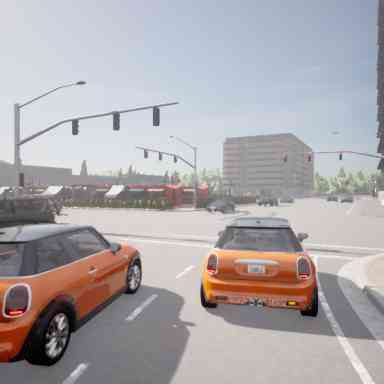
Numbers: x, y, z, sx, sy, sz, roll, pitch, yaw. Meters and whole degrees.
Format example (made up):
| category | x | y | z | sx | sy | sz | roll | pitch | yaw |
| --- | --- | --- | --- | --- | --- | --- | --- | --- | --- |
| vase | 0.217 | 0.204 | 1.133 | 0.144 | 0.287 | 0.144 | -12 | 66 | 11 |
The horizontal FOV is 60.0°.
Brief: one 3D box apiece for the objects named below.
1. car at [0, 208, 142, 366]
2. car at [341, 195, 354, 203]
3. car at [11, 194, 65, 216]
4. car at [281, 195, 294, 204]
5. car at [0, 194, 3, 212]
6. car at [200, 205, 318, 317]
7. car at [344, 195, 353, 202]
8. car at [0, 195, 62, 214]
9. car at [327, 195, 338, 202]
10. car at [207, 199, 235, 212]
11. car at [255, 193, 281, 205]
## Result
| category | x | y | z | sx | sy | sz | roll | pitch | yaw |
| --- | --- | --- | --- | --- | --- | --- | --- | --- | --- |
| car | -2.497 | 1.355 | 6.105 | 2.097 | 1.767 | 4.553 | 0 | 0 | 10 |
| car | 32.066 | 1.637 | 68.990 | 1.895 | 1.301 | 4.718 | 0 | 0 | 27 |
| car | -16.147 | 1.295 | 34.774 | 5.566 | 2.045 | 2.150 | 0 | 0 | 28 |
| car | 19.151 | 1.392 | 66.909 | 2.097 | 1.767 | 4.553 | 0 | 0 | 27 |
| car | -25.300 | 1.297 | 39.620 | 5.566 | 2.045 | 2.150 | 0 | 0 | 27 |
| car | 1.618 | 1.357 | 7.817 | 2.097 | 1.767 | 4.553 | 0 | 0 | 14 |
| car | 36.652 | 1.547 | 77.814 | 1.837 | 1.490 | 4.892 | 0 | 0 | 27 |
| car | -7.985 | 1.228 | 13.364 | 2.150 | 2.045 | 5.566 | 0 | 0 | 19 |
| car | 33.515 | 1.403 | 79.368 | 2.097 | 1.767 | 4.553 | 0 | 0 | 27 |
| car | 3.288 | 1.534 | 36.598 | 2.128 | 1.511 | 4.902 | 0 | 1 | 27 |
| car | 12.462 | 1.254 | 54.230 | 2.150 | 2.045 | 5.566 | 0 | 0 | 27 |
